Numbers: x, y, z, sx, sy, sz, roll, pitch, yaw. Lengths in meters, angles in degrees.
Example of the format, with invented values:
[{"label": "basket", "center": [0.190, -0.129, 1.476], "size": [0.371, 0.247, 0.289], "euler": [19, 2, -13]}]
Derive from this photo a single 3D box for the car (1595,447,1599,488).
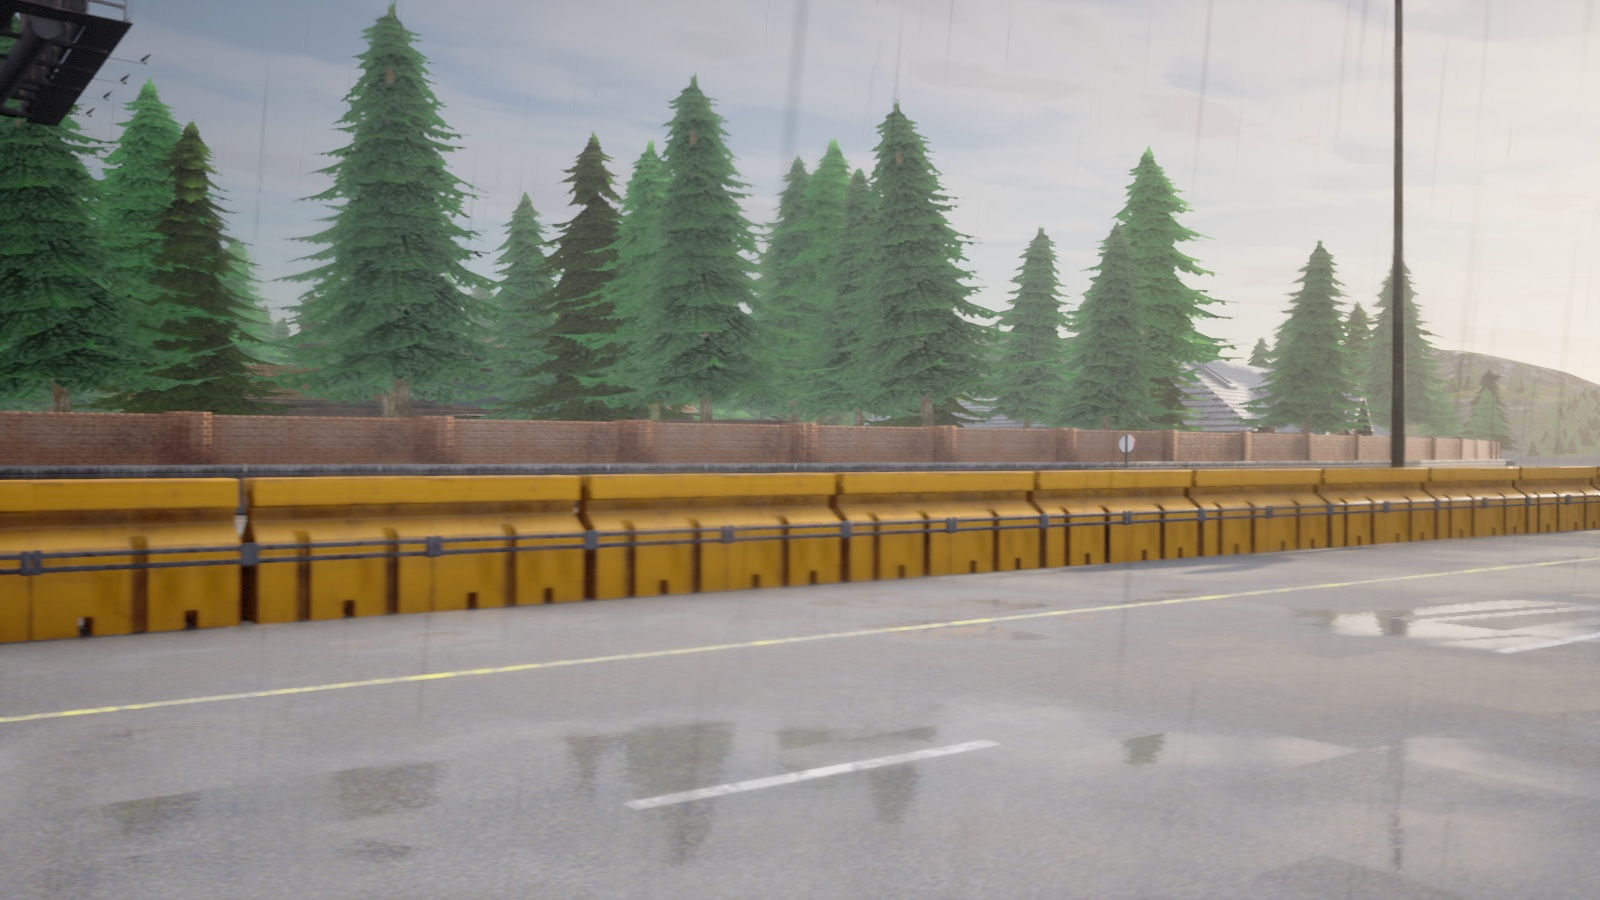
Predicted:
[{"label": "car", "center": [33.438, 0.695, 50.233], "size": [3.988, 1.617, 1.851], "euler": [0, 0, -43]}]
